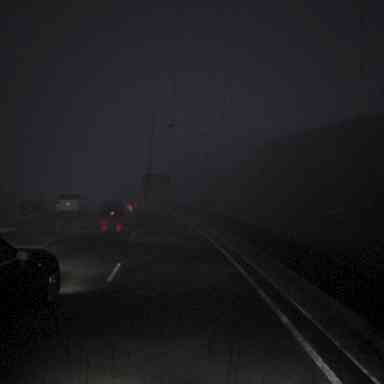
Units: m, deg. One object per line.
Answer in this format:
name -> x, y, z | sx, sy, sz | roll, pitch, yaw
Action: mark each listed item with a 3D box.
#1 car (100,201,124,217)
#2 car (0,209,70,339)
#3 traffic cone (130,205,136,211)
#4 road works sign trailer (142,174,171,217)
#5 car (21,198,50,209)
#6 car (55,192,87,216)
car -> -6.874, 1.396, 28.791 | 1.895, 1.301, 4.718 | 0, 0, -13
car -> -3.640, 1.320, 4.867 | 2.097, 1.767, 4.553 | 0, 0, -2
traffic cone -> -6.324, 1.705, 34.823 | 0.340, 0.580, 0.340 | 0, 0, -15
road works sign trailer -> -3.121, 0.257, 28.414 | 2.380, 3.560, 2.880 | 0, 0, -15
car -> -14.869, 1.262, 31.828 | 1.882, 1.535, 5.008 | 0, 0, -15
car -> -10.645, 1.017, 29.522 | 2.150, 2.045, 5.566 | 0, 0, -14
